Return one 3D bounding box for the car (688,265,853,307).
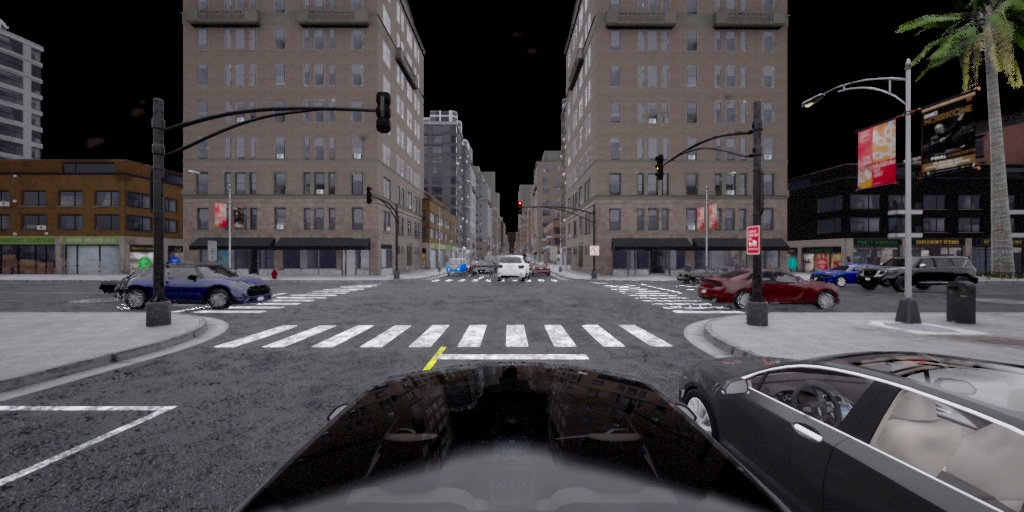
[{"bbox_3d":[10.080,1.249,14.255,5.008,1.535,1.882,0,0,0],"label":"car"}]

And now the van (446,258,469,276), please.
[{"bbox_3d":[-5.700,1.092,36.934,1.690,1.789,3.998,0,0,0],"label":"van"}]

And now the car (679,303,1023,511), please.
[{"bbox_3d":[2.669,1.300,2.246,2.007,1.370,4.403,0,0,0],"label":"car"}]

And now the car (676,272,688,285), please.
[{"bbox_3d":[13.739,1.365,24.223,4.718,1.301,1.895,0,0,0],"label":"car"}]

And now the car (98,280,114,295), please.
[{"bbox_3d":[-16.669,1.326,17.378,4.718,1.301,1.895,0,0,-1],"label":"car"}]

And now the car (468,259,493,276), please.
[{"bbox_3d":[-2.945,1.315,36.572,1.994,1.385,4.181,0,0,0],"label":"car"}]

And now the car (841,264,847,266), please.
[{"bbox_3d":[23.058,1.257,24.268,5.008,1.535,1.882,0,0,0],"label":"car"}]

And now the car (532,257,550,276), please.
[{"bbox_3d":[2.825,1.191,36.895,1.967,1.591,4.097,0,0,0],"label":"car"}]

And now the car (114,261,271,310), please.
[{"bbox_3d":[-12.164,1.088,14.143,4.553,1.767,2.097,0,0,0],"label":"car"}]

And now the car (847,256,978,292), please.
[{"bbox_3d":[23.611,1.006,21.022,5.566,2.045,2.150,0,0,0],"label":"car"}]

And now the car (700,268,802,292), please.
[{"bbox_3d":[13.857,1.369,20.974,4.718,1.301,1.895,0,0,0],"label":"car"}]

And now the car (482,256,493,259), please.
[{"bbox_3d":[-2.896,0.974,45.880,2.150,2.045,5.566,0,0,0],"label":"car"}]

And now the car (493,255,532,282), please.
[{"bbox_3d":[0.183,0.972,29.420,2.150,2.045,5.566,1,0,7],"label":"car"}]
